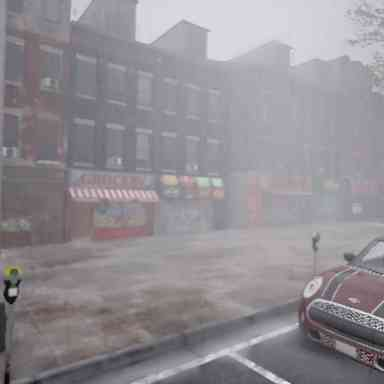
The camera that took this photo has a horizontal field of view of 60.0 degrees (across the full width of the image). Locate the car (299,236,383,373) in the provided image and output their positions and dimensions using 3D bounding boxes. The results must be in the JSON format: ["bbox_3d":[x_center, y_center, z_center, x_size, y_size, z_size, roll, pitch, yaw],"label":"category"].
[{"bbox_3d":[3.564,1.439,5.324,4.097,1.590,1.967,0,2,-35],"label":"car"}]
